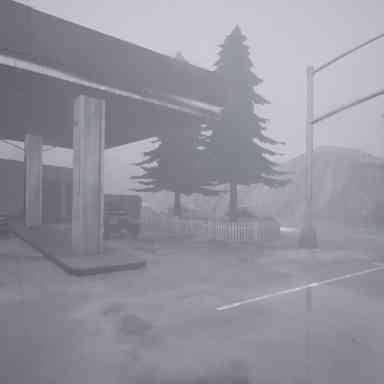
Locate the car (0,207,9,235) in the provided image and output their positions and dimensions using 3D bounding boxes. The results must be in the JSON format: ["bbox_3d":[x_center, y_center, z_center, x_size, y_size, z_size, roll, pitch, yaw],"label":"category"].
[{"bbox_3d":[-11.604,1.521,18.514,2.242,1.667,4.611,1,0,-36],"label":"car"}]

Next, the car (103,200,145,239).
[{"bbox_3d":[-4.473,1.446,18.305,1.905,1.878,3.866,1,0,-36],"label":"car"}]

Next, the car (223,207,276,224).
[{"bbox_3d":[4.244,1.817,24.900,1.994,1.385,4.181,1,0,-35],"label":"car"}]

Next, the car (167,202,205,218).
[{"bbox_3d":[-0.672,1.721,31.899,1.812,1.442,4.674,1,0,-35],"label":"car"}]

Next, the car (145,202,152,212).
[{"bbox_3d":[-6.536,1.652,40.227,1.812,1.442,4.674,1,0,-35],"label":"car"}]
